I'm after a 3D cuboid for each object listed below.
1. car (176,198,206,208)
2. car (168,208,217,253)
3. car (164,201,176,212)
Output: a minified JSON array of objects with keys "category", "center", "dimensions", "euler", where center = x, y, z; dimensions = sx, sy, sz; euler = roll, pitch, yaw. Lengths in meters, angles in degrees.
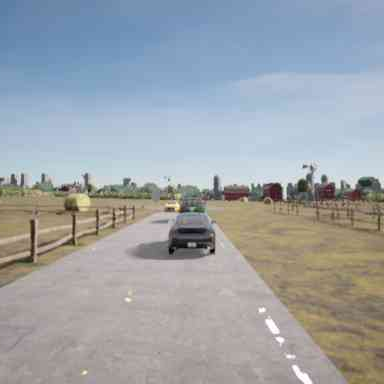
[{"category":"car","center":[0.000,1.518,29.034],"dimensions":[2.150,2.045,5.566],"euler":[0,0,0]},{"category":"car","center":[0.004,1.652,14.316],"dimensions":[1.837,1.490,4.892],"euler":[0,0,0]},{"category":"car","center":[-2.759,1.982,46.279],"dimensions":[1.882,1.535,5.008],"euler":[0,-1,0]}]
